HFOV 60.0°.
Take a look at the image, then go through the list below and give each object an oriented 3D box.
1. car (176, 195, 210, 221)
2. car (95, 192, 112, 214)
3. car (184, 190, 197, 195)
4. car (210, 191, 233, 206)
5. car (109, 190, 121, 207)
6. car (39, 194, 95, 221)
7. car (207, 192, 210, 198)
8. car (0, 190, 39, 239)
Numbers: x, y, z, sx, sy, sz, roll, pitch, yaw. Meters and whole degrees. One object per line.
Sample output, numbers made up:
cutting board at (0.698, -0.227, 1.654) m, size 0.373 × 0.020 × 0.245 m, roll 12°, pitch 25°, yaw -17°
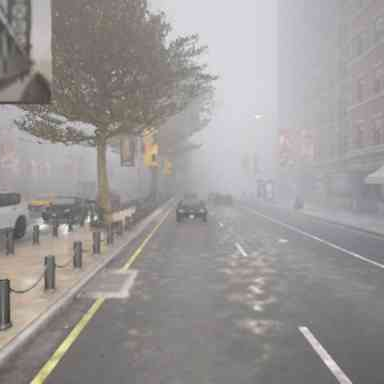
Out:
car at (-0.038, 1.109, 22.019) m, size 1.895 × 1.301 × 4.718 m, roll 0°, pitch 1°, yaw 0°
car at (-8.172, 0.977, 26.945) m, size 1.994 × 1.385 × 4.181 m, roll 0°, pitch 1°, yaw 0°
car at (-0.231, 0.467, 47.628) m, size 1.812 × 1.442 × 4.674 m, roll 0°, pitch 1°, yaw 0°
car at (3.272, 0.673, 35.909) m, size 1.882 × 1.535 × 5.008 m, roll 0°, pitch 2°, yaw 0°
car at (-8.262, 0.651, 32.072) m, size 2.097 × 1.767 × 4.553 m, roll 0°, pitch 1°, yaw 0°
car at (-8.226, 1.045, 22.130) m, size 1.812 × 1.442 × 4.674 m, roll 0°, pitch 1°, yaw 0°
car at (3.218, 0.513, 47.025) m, size 1.994 × 1.385 × 4.181 m, roll 0°, pitch 1°, yaw 0°
car at (-8.169, 0.957, 12.361) m, size 2.150 × 2.045 × 5.566 m, roll 0°, pitch 1°, yaw 0°
